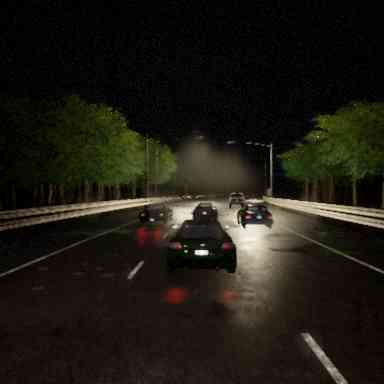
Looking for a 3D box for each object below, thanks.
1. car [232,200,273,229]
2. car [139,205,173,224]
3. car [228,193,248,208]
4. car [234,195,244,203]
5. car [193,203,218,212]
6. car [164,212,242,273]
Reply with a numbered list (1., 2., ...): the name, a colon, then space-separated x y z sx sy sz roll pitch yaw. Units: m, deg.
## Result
1. car: 4.046 1.516 21.894 2.033 1.411 5.357 0 0 3
2. car: -2.561 1.603 24.814 1.895 1.301 4.718 0 0 4
3. car: 6.375 1.171 47.287 2.150 2.045 5.566 0 0 7
4. car: 10.410 1.484 73.165 1.882 1.535 5.008 0 0 11
5. car: 1.113 1.570 27.159 1.994 1.385 4.181 0 0 4
6. car: 0.304 1.567 10.772 1.994 1.385 4.181 0 0 1
